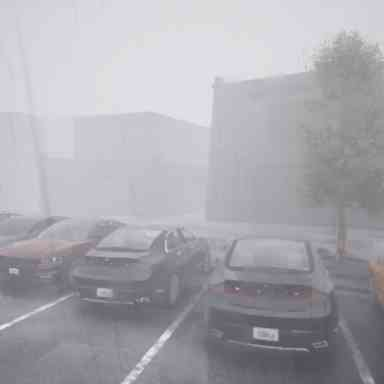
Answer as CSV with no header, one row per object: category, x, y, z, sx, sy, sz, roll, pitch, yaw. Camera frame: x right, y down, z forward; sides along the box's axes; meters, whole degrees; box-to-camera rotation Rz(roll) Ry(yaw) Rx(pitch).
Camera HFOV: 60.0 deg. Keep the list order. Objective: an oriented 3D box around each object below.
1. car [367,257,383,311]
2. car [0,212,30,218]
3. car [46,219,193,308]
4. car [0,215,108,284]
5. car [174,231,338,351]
car,3.928,1.467,4.644,2.097,1.535,5.008,0,-1,15
car,-5.656,1.554,11.410,2.163,1.488,4.792,0,-1,15
car,-0.857,1.497,8.043,2.231,1.521,4.892,0,-1,15
car,-3.245,1.510,9.750,2.097,1.535,5.008,0,-1,15
car,1.533,1.483,6.343,2.231,1.521,4.892,0,-1,15
